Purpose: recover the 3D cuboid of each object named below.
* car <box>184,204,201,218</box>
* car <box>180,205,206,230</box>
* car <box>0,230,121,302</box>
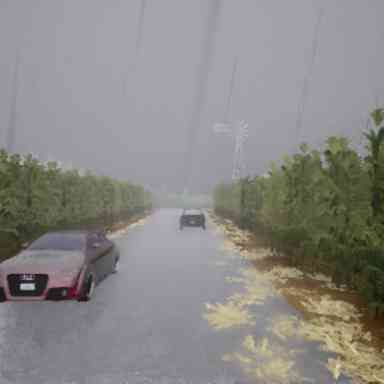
[{"bbox_3d":[0.067,2.220,39.850,1.994,1.385,4.181,0,0,0],"label":"car"},{"bbox_3d":[0.072,1.973,25.397,1.882,1.535,5.008,0,-1,0],"label":"car"},{"bbox_3d":[-3.145,1.676,8.402,1.994,1.385,4.181,0,-1,1],"label":"car"}]
